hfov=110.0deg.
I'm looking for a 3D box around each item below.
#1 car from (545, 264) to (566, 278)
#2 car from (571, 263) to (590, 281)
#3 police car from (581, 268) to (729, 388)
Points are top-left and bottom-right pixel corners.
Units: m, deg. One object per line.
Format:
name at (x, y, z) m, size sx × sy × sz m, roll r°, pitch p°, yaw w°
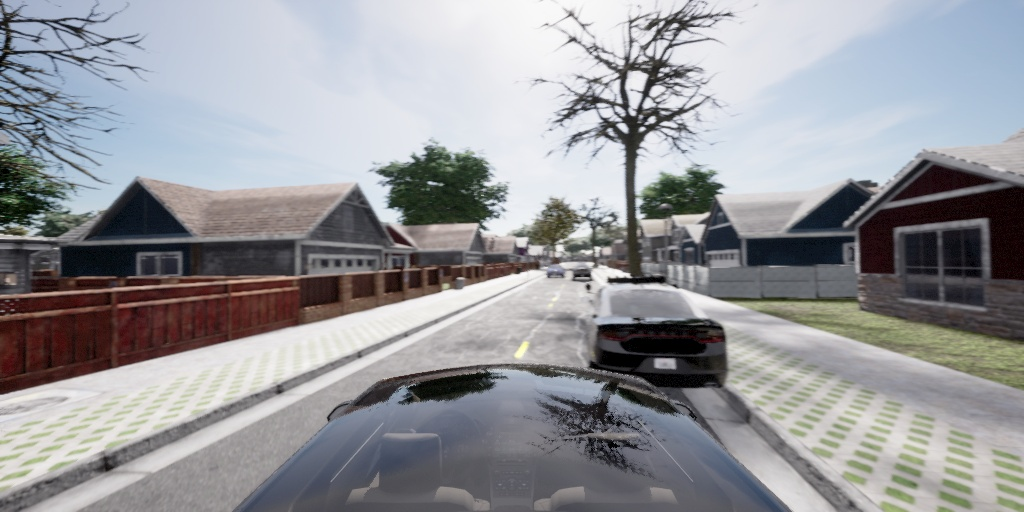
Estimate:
car at (4.816, 1.632, 39.400) m, size 1.812 × 1.442 × 4.674 m, roll -1°, pitch -1°, yaw 11°
car at (6.718, 1.525, 34.305) m, size 1.837 × 1.490 × 4.892 m, roll -1°, pitch -1°, yaw 11°
police car at (2.446, 1.201, 7.154) m, size 1.930 × 1.638 × 5.238 m, roll -1°, pitch -1°, yaw 11°
